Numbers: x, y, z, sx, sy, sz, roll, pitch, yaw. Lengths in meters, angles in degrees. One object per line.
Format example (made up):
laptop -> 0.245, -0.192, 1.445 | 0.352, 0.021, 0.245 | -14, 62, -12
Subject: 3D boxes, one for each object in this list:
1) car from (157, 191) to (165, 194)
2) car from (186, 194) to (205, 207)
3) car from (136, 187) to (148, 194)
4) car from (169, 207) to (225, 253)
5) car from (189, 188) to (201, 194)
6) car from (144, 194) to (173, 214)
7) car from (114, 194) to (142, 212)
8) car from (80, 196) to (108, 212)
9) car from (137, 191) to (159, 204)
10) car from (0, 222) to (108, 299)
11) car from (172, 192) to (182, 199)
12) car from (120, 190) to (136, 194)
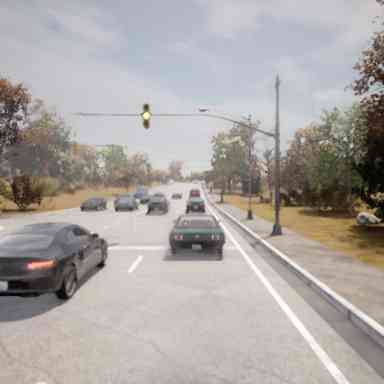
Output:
car -> -6.440, 0.573, 65.806 | 1.895, 1.301, 4.718 | 0, 3, 1
car -> 0.366, 1.266, 33.702 | 1.812, 1.442, 4.674 | 0, 0, 1
car -> -9.930, 0.173, 66.097 | 2.150, 2.045, 5.566 | 0, 4, 1
car -> 0.181, 1.499, 13.129 | 1.895, 1.301, 4.718 | 0, 0, 0
car -> 0.563, 0.244, 64.901 | 2.150, 2.045, 5.566 | 0, 3, 1
car -> -3.148, 1.256, 32.207 | 1.837, 1.490, 4.892 | 0, 0, 1
car -> -6.814, 1.255, 35.078 | 1.812, 1.442, 4.674 | 0, 0, 1
car -> -10.313, 1.234, 35.226 | 1.837, 1.490, 4.892 | 0, 0, 1
car -> -6.656, 1.089, 49.974 | 1.882, 1.535, 5.008 | 0, 1, 1
car -> -3.397, 1.462, 8.128 | 1.812, 1.442, 4.674 | 0, 0, -1
car -> -2.932, 0.597, 65.372 | 1.895, 1.301, 4.718 | 0, 3, 1
car -> -10.160, 0.968, 49.608 | 2.097, 1.767, 4.553 | 0, 1, 1
